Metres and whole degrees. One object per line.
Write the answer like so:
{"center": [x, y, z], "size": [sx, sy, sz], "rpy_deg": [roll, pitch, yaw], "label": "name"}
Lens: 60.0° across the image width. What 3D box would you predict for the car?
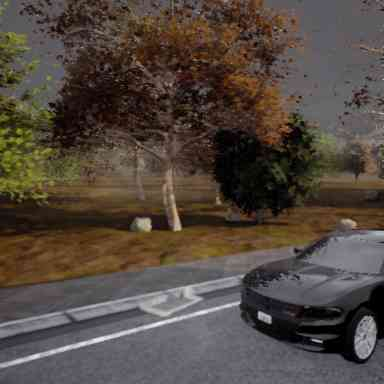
{"center": [3.094, 1.441, 5.943], "size": [5.008, 1.535, 1.882], "rpy_deg": [0, 0, -33], "label": "car"}
